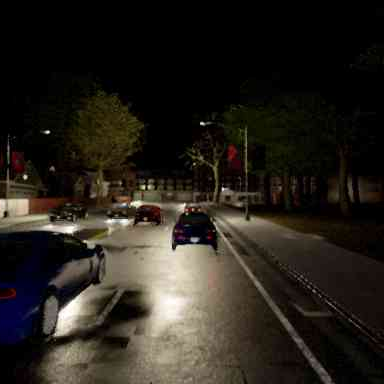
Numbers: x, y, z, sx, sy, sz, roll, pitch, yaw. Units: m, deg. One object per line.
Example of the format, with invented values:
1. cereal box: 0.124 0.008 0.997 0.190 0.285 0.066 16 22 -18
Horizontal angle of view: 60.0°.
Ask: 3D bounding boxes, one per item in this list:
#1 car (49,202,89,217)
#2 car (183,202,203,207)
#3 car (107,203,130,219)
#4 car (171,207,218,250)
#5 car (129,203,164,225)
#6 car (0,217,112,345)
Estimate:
1. car: -9.836 1.635 26.893 1.837 1.490 4.892 0 0 0
2. car: 0.101 1.720 33.793 2.033 1.411 5.357 0 0 0
3. car: -6.570 1.707 31.624 2.033 1.411 5.357 0 0 0
4. car: 0.100 1.588 14.483 1.812 1.442 4.674 0 0 0
5. car: -3.147 1.642 24.735 1.812 1.442 4.674 0 0 0
6. car: -3.147 1.504 6.629 1.882 1.535 5.008 0 0 0
